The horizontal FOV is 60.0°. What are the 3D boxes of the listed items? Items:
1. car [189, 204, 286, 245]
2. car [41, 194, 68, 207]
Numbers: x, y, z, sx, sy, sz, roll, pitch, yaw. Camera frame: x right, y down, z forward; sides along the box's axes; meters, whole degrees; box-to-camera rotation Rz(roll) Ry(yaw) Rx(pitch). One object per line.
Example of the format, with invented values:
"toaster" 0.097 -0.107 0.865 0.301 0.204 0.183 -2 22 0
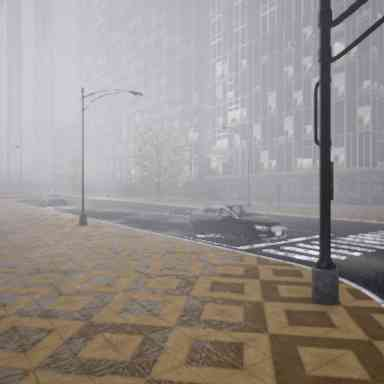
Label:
"car" 1.856 1.308 14.870 2.128 1.511 4.902 0 1 -38
"car" -15.153 0.865 36.579 1.994 1.385 4.181 0 1 -38
